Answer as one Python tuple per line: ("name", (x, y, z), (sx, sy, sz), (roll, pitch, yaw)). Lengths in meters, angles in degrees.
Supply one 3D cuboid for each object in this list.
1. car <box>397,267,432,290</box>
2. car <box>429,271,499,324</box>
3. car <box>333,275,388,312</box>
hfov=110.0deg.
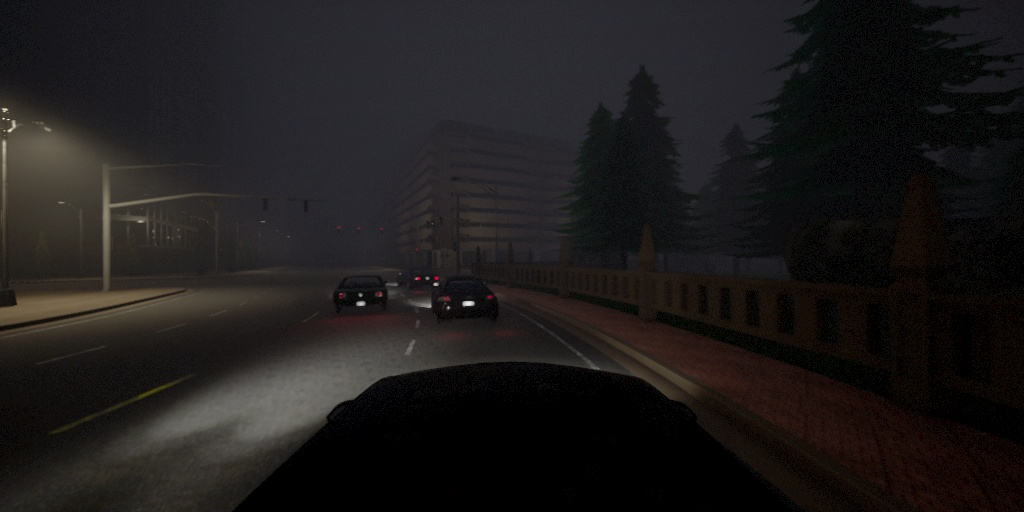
("car", (-6.443, 1.449, 24.408), (2.033, 1.411, 5.357), (0, 0, -29))
("car", (-1.742, 1.377, 12.475), (1.994, 1.385, 4.181), (0, 0, -14))
("car", (-6.235, 1.458, 15.073), (1.895, 1.301, 4.718), (0, 0, -20))
